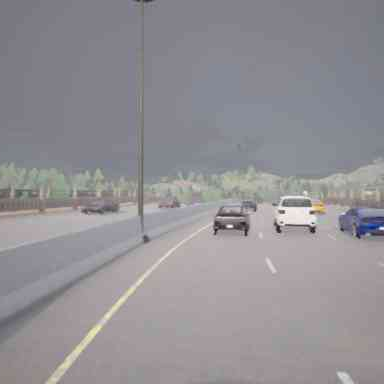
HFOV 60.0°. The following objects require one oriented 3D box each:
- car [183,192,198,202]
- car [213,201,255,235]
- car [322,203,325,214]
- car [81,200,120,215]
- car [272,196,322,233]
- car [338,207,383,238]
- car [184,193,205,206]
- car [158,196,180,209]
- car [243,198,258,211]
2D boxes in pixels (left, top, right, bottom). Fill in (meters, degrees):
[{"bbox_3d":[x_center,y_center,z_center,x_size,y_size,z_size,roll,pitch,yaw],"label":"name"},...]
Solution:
[{"bbox_3d":[-0.365,1.165,73.389,2.150,2.045,5.566,0,-3,12],"label":"car"},{"bbox_3d":[2.349,1.507,19.013,2.128,1.511,4.902,0,0,11],"label":"car"},{"bbox_3d":[13.195,1.545,36.426,1.882,1.535,5.008,0,0,12],"label":"car"},{"bbox_3d":[-9.094,1.519,33.682,2.033,1.411,5.357,0,0,12],"label":"car"},{"bbox_3d":[6.155,1.254,20.341,2.150,2.045,5.566,0,0,12],"label":"car"},{"bbox_3d":[9.200,1.522,17.647,1.882,1.535,5.008,0,0,11],"label":"car"},{"bbox_3d":[0.444,1.367,44.541,2.097,1.767,4.553,0,0,12],"label":"car"},{"bbox_3d":[-3.068,1.353,44.859,2.097,1.767,4.553,0,0,12],"label":"car"},{"bbox_3d":[7.081,1.548,41.260,1.837,1.490,4.892,0,0,12],"label":"car"}]
